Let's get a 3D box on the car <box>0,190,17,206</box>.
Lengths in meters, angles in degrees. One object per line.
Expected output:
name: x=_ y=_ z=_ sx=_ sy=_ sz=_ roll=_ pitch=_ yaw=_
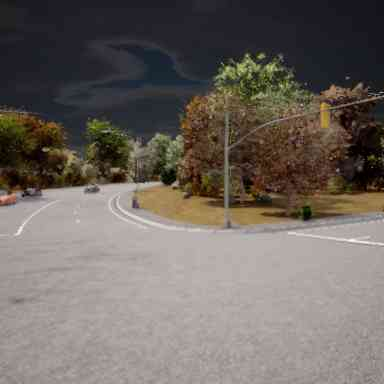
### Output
car: x=-22.197 y=0.625 z=38.891 sx=2.097 sy=1.767 sz=4.553 roll=0 pitch=3 yaw=-14

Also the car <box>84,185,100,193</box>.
car: x=-18.672 y=-0.544 z=62.411 sx=2.033 sy=1.411 sz=5.357 roll=0 pitch=4 yaw=-1

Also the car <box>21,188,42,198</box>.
car: x=-24.578 y=0.119 z=51.079 sx=1.994 sy=1.385 sz=4.181 roll=0 pitch=3 yaw=-8
